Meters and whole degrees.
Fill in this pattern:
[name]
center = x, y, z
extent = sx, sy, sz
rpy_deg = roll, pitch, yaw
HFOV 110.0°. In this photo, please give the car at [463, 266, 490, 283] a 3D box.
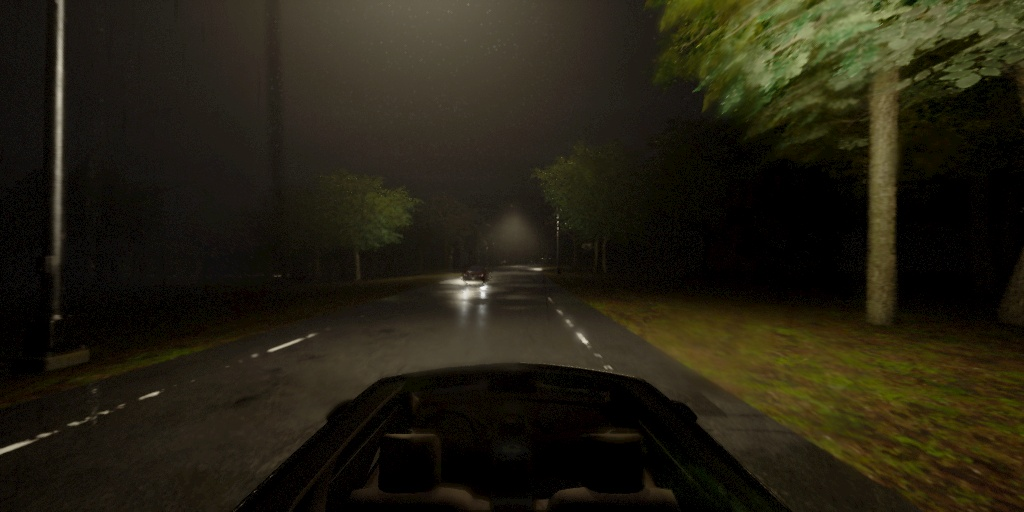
[car]
center = -3.085, 1.585, 31.465
extent = 1.812, 1.442, 4.674
rpy_deg = 0, -1, 2
